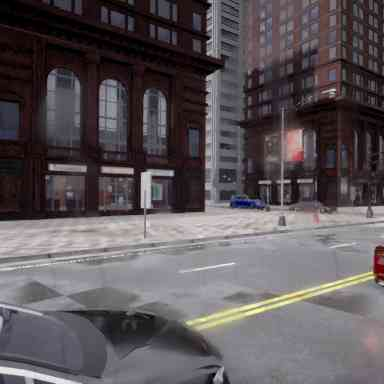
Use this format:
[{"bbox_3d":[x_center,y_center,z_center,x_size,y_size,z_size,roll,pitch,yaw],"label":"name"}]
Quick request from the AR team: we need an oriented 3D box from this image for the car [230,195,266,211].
[{"bbox_3d":[7.549,1.441,45.409,2.150,2.045,5.566,1,0,-35],"label":"car"}]

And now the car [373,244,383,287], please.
[{"bbox_3d":[6.285,1.489,7.913,5.008,1.535,1.882,0,0,-35],"label":"car"}]

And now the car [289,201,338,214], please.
[{"bbox_3d":[13.421,1.726,37.136,2.033,1.411,5.357,1,-1,-35],"label":"car"}]

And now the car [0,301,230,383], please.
[{"bbox_3d":[-1.888,1.492,2.097,4.902,1.511,2.128,0,0,-35],"label":"car"}]
